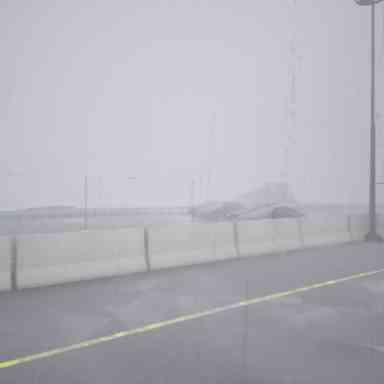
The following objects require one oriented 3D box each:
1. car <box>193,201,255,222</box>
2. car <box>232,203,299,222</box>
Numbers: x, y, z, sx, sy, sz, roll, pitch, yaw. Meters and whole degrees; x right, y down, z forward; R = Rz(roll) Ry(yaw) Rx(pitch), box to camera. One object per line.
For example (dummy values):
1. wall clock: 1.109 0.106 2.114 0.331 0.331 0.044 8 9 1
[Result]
1. car: 2.539 1.488 26.124 4.674 1.442 1.812 0 0 -30
2. car: 4.621 1.502 19.265 4.674 1.442 1.812 0 0 -30
